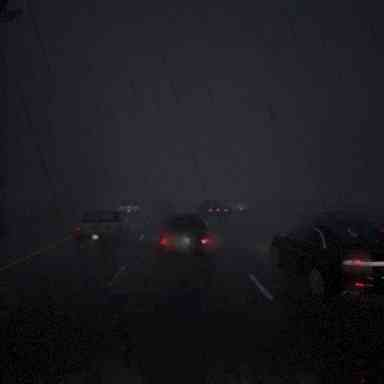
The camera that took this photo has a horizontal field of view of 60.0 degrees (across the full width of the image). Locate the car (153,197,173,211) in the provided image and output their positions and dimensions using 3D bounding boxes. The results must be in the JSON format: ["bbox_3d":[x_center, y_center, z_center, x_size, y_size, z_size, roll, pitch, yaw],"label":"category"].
[{"bbox_3d":[-3.133,1.316,35.505,1.882,1.535,5.008,0,0,-10],"label":"car"}]

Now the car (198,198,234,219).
[{"bbox_3d":[1.653,1.411,27.746,2.033,1.411,5.357,0,0,-8],"label":"car"}]

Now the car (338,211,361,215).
[{"bbox_3d":[6.472,1.514,15.042,1.895,1.301,4.718,0,0,-4],"label":"car"}]

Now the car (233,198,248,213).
[{"bbox_3d":[4.287,1.355,33.628,1.812,1.442,4.674,0,0,-9],"label":"car"}]

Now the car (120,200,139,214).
[{"bbox_3d":[-6.264,1.457,33.226,1.895,1.301,4.718,0,0,-9],"label":"car"}]

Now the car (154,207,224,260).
[{"bbox_3d":[-0.332,1.489,12.255,2.033,1.411,5.357,0,0,-4],"label":"car"}]

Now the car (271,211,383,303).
[{"bbox_3d":[3.340,1.445,8.115,2.128,1.511,4.902,0,0,-2],"label":"car"}]

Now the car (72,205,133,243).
[{"bbox_3d":[-4.110,1.535,15.760,1.895,1.301,4.718,0,0,-4],"label":"car"}]
